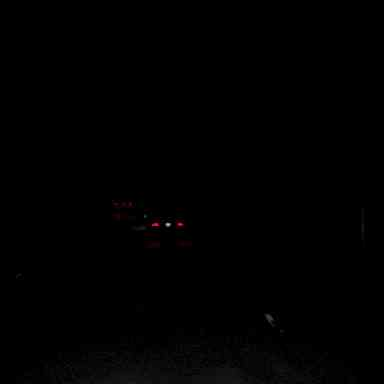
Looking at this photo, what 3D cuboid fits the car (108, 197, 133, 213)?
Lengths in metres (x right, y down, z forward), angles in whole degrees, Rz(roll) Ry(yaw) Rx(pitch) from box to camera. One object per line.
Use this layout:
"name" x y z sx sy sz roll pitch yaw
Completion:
"car" -8.455 1.390 38.902 2.097 1.767 4.553 -2 2 -24

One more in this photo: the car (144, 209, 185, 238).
"car" -1.619 1.626 18.442 2.033 1.411 5.357 0 0 -11
